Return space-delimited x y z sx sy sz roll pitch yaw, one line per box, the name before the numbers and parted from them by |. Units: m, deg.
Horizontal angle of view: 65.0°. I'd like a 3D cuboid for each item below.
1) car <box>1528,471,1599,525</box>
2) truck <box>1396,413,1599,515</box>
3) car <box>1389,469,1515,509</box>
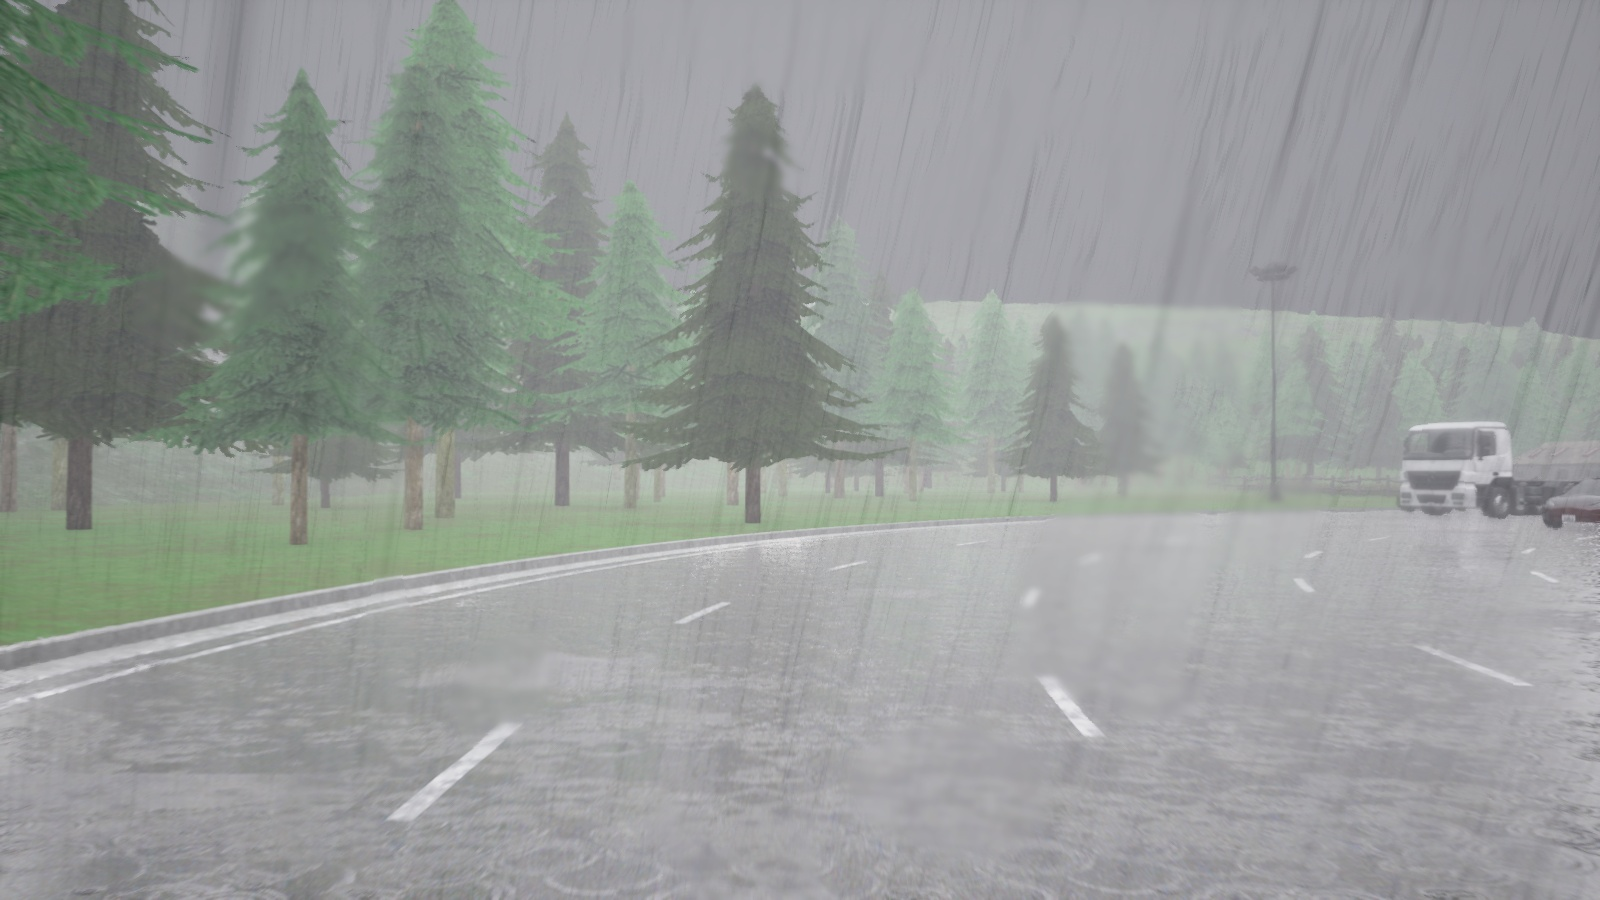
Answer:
car | 23.583 1.346 36.512 4.792 1.488 2.163 0 -1 -32
truck | 25.796 0.514 45.761 7.936 3.462 2.891 0 -1 -25
car | 25.748 1.508 49.578 4.514 1.525 2.007 0 -1 -24
